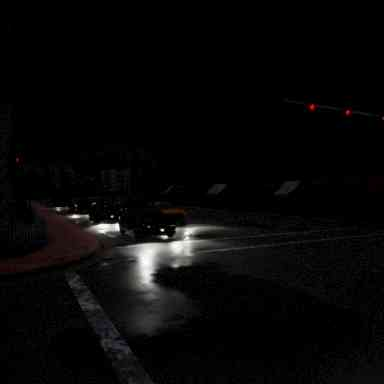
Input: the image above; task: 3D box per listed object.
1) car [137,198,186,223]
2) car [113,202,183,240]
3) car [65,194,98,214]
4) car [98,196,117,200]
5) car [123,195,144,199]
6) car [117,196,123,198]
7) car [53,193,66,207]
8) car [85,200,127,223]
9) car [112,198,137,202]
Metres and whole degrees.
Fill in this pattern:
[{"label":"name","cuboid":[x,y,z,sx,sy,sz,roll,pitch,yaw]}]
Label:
[{"label":"car","cuboid":[-2.172,1.467,24.514,1.882,1.535,5.008,0,0,-27]},{"label":"car","cuboid":[-2.487,1.515,17.533,1.837,1.490,4.892,0,0,-27]},{"label":"car","cuboid":[-11.834,1.353,35.502,2.097,1.767,4.553,0,0,-27]},{"label":"car","cuboid":[-11.582,1.471,42.625,2.128,1.511,4.902,0,0,-27]},{"label":"car","cuboid":[-8.817,1.292,52.656,2.097,1.767,4.553,0,0,-27]},{"label":"car","cuboid":[-13.422,1.461,61.505,1.812,1.442,4.674,0,0,-27]},{"label":"car","cuboid":[-20.409,1.252,52.185,2.150,2.045,5.566,0,0,-27]},{"label":"car","cuboid":[-6.599,1.570,25.434,1.994,1.385,4.181,0,0,-28]},{"label":"car","cuboid":[-6.478,1.586,32.790,1.895,1.301,4.718,0,0,-27]}]
